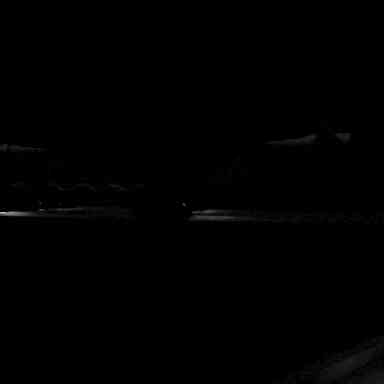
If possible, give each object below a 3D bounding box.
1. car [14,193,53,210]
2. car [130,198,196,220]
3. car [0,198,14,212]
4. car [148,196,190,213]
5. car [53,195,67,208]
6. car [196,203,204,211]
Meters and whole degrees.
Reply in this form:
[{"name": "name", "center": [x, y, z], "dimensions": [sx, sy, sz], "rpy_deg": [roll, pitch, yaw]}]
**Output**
[{"name": "car", "center": [-20.558, 1.295, 42.009], "dimensions": [4.553, 1.767, 2.097], "rpy_deg": [1, 0, 9]}, {"name": "car", "center": [-2.479, 1.527, 28.490], "dimensions": [5.008, 1.535, 1.882], "rpy_deg": [1, 0, 9]}, {"name": "car", "center": [-21.600, 1.471, 35.086], "dimensions": [4.181, 1.385, 1.994], "rpy_deg": [1, 0, 9]}, {"name": "car", "center": [-2.661, 1.429, 39.146], "dimensions": [4.553, 1.767, 2.097], "rpy_deg": [1, 0, 9]}, {"name": "car", "center": [-19.964, 1.234, 45.459], "dimensions": [5.566, 2.045, 2.150], "rpy_deg": [1, 0, 9]}, {"name": "car", "center": [-0.861, 1.632, 42.419], "dimensions": [4.674, 1.442, 1.812], "rpy_deg": [1, 0, 9]}]
